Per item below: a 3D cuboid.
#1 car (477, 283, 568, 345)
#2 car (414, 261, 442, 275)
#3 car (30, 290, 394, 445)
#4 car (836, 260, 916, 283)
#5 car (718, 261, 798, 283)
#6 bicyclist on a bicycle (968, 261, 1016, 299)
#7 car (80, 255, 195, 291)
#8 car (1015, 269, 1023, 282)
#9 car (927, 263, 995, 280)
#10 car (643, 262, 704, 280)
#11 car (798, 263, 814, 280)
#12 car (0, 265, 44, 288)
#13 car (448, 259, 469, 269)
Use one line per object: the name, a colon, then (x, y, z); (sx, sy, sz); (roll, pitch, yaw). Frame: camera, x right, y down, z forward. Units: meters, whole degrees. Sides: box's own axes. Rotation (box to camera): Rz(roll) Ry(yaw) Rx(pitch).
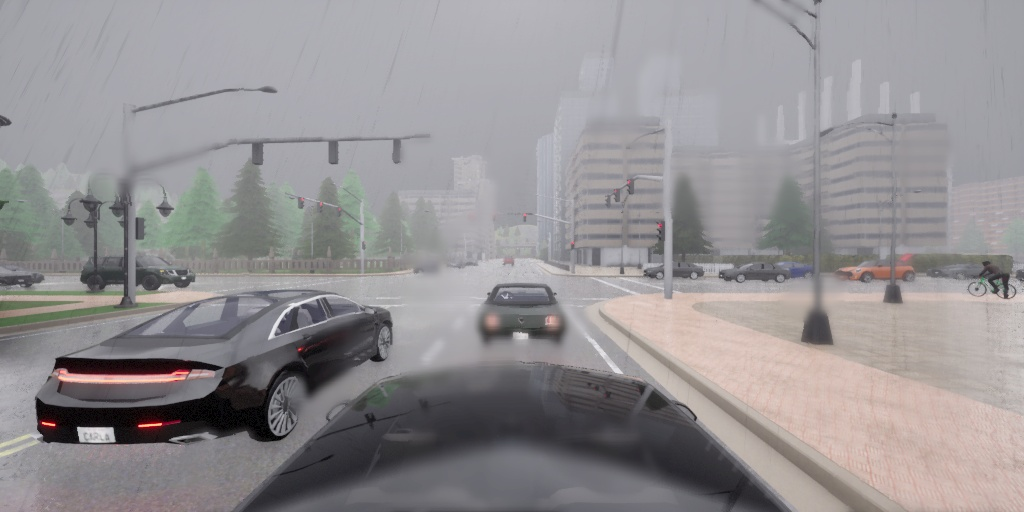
car: (0.263, 1.351, 9.494); (1.895, 1.301, 4.718); (0, 0, 1)
car: (-9.042, 1.297, 39.072); (2.033, 1.411, 5.357); (0, 0, 2)
car: (-3.330, 1.242, 5.343); (2.128, 1.511, 4.902); (0, 0, 1)
car: (27.416, 1.102, 27.140); (4.553, 1.767, 2.097); (0, 0, 2)
car: (18.483, 1.255, 27.438); (4.892, 1.490, 1.837); (0, 0, 2)
bicyclist on a bicycle: (21.181, 1.051, 15.859); (0.582, 1.620, 1.656); (0, 0, 2)
car: (-22.429, 0.971, 21.581); (5.566, 2.045, 2.150); (0, 0, 2)
car: (40.895, 1.227, 26.673); (5.008, 1.535, 1.882); (0, 0, 2)
car: (37.999, 1.313, 30.283); (4.181, 1.385, 1.994); (0, 0, 2)
car: (13.962, 1.255, 31.089); (4.892, 1.490, 1.837); (0, 0, 2)
car: (23.308, 1.228, 30.780); (5.008, 1.535, 1.882); (0, 0, 2)
car: (-32.415, 1.228, 21.939); (5.008, 1.535, 1.882); (0, 0, 2)
car: (-8.498, 1.241, 54.925); (2.128, 1.511, 4.902); (0, 0, 2)
